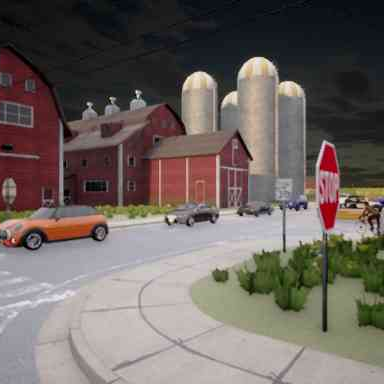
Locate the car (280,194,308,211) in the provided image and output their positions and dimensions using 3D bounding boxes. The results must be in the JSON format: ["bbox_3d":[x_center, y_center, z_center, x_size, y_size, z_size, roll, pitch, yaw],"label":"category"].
[{"bbox_3d":[12.508,1.227,40.756,2.150,2.045,5.566,0,0,35],"label":"car"}]

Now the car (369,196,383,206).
[{"bbox_3d":[32.681,1.484,56.278,4.611,1.667,2.242,0,0,35],"label":"car"}]

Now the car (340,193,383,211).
[{"bbox_3d":[18.811,1.316,36.439,3.866,1.878,1.905,0,0,35],"label":"car"}]

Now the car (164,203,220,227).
[{"bbox_3d":[0.094,1.497,22.846,2.128,1.511,4.902,0,0,35],"label":"car"}]

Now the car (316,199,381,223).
[{"bbox_3d":[11.551,1.508,25.064,4.193,1.474,1.816,0,0,35],"label":"car"}]

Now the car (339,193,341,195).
[{"bbox_3d":[22.168,1.227,48.474,2.150,2.045,5.566,0,0,35],"label":"car"}]

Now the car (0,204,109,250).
[{"bbox_3d":[-5.947,1.358,14.466,2.097,1.767,4.553,0,0,39],"label":"car"}]

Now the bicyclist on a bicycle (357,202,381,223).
[{"bbox_3d":[8.649,1.302,16.212,0.582,1.620,1.656,0,0,-21],"label":"bicyclist on a bicycle"}]

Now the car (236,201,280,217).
[{"bbox_3d":[6.147,1.554,31.606,2.033,1.411,5.357,0,0,35],"label":"car"}]
